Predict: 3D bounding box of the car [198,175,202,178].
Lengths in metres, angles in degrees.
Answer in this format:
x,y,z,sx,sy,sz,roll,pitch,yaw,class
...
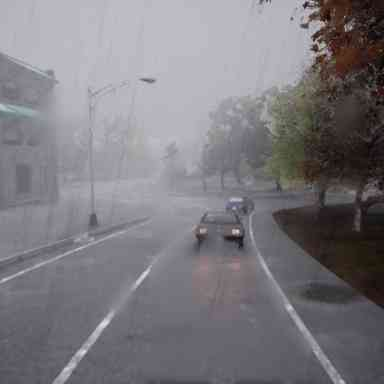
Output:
x,y,z,sx,sy,sz,roll,pitch,yaw,class
-0.214,-3.735,77.536,4.718,1.301,1.895,-1,6,-15,car

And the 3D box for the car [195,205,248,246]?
x,y,z,sx,sy,sz,roll,pitch,yaw,class
1.291,1.484,14.646,1.895,1.301,4.718,1,0,7,car

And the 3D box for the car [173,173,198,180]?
x,y,z,sx,sy,sz,roll,pitch,yaw,class
-1.746,-3.324,73.582,4.718,1.301,1.895,-3,7,-24,car

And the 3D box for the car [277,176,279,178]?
x,y,z,sx,sy,sz,roll,pitch,yaw,class
16.731,-3.823,75.010,5.566,2.045,2.150,4,7,30,car

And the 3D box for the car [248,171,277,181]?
x,y,z,sx,sy,sz,roll,pitch,yaw,class
14.883,-3.548,72.351,5.566,2.045,2.150,4,7,30,car

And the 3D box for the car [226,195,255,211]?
x,y,z,sx,sy,sz,roll,pitch,yaw,class
4.300,1.027,29.576,1.812,1.442,4.674,2,4,21,car
